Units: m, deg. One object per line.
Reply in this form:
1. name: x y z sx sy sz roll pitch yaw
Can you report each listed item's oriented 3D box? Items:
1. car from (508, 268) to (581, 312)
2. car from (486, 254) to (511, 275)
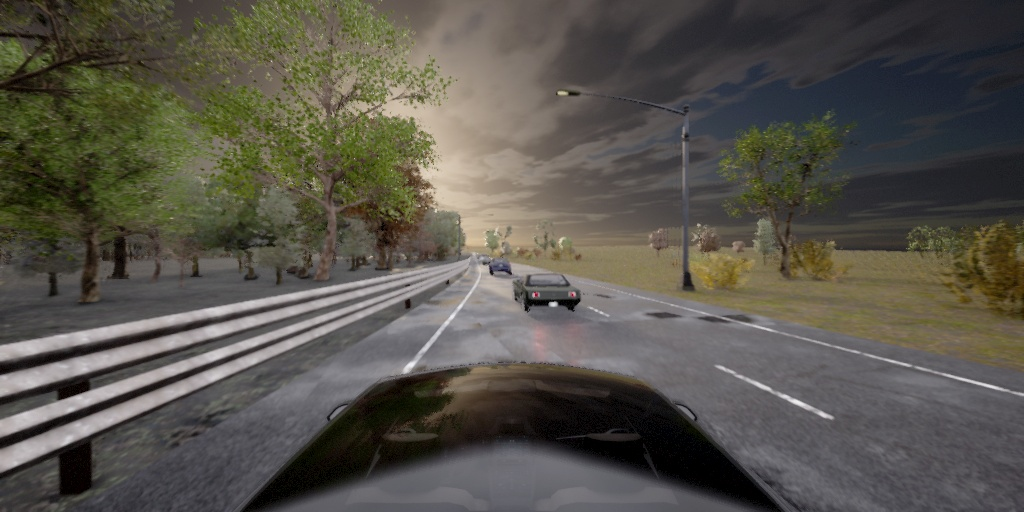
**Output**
1. car: 1.137 1.291 13.992 1.895 1.301 4.718 0 0 -6
2. car: -1.307 0.923 36.762 2.097 1.767 4.553 0 0 -6
